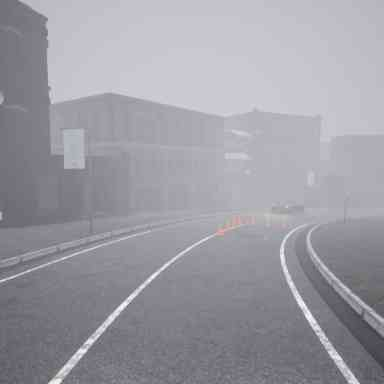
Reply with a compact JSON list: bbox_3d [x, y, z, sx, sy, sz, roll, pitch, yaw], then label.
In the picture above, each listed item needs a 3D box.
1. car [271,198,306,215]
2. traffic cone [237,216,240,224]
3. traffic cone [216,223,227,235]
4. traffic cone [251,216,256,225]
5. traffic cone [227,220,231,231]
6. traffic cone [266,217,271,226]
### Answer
[{"bbox_3d":[10.097,1.400,34.742,2.097,1.767,4.553,4,2,42],"label":"car"},{"bbox_3d":[2.664,1.926,21.107,0.340,0.580,0.340,2,1,17],"label":"traffic cone"},{"bbox_3d":[1.464,1.926,17.292,0.340,0.580,0.340,2,0,17],"label":"traffic cone"},{"bbox_3d":[4.209,1.959,22.709,0.340,0.580,0.340,2,1,17],"label":"traffic cone"},{"bbox_3d":[2.064,1.926,19.200,0.340,0.580,0.340,2,1,18],"label":"traffic cone"},{"bbox_3d":[5.163,1.994,22.414,0.340,0.580,0.340,2,1,17],"label":"traffic cone"}]
